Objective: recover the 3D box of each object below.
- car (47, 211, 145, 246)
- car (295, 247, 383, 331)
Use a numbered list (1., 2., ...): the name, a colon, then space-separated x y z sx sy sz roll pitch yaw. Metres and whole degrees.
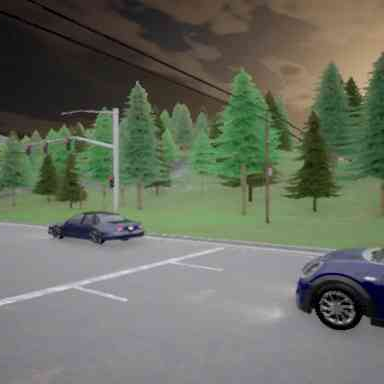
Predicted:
1. car: -4.700 1.639 15.936 5.357 1.411 2.033 0 0 35
2. car: 4.074 1.351 5.384 4.553 1.767 2.097 0 0 35
